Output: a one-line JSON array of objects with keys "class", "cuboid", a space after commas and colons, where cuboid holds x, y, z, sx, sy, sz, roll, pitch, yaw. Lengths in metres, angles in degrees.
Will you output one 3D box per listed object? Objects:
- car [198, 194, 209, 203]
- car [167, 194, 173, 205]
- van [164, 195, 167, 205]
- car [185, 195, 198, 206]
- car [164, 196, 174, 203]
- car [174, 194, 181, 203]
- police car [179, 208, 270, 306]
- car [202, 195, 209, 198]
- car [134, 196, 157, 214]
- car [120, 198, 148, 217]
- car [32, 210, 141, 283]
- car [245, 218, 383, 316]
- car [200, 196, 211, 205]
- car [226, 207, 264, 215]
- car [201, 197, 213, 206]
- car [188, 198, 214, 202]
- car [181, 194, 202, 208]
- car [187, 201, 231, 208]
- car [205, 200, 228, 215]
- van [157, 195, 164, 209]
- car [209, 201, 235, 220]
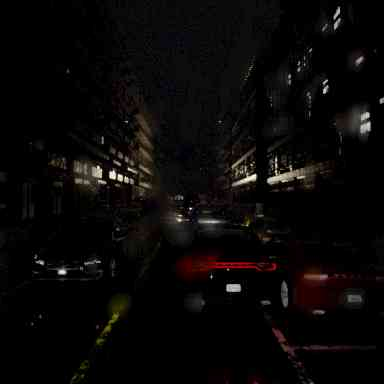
[{"class": "car", "cuboid": [2.454, 1.498, 73.852, 2.192, 1.841, 5.009, 1, 0, 0]}, {"class": "car", "cuboid": [-5.376, 1.454, 62.841, 2.192, 1.841, 5.009, 1, 0, 0]}, {"class": "van", "cuboid": [-5.362, 1.441, 51.780, 1.690, 1.788, 3.998, 1, 0, 0]}, {"class": "car", "cuboid": [-0.080, 1.476, 58.843, 2.097, 1.767, 4.553, 0, 0, 0]}, {"class": "car", "cuboid": [-5.405, 1.774, 79.432, 1.947, 1.339, 4.313, 1, 0, 0]}, {"class": "car", "cuboid": [-2.850, 1.535, 74.020, 2.097, 1.767, 4.553, 0, 0, 0]}, {"class": "police car", "cuboid": [0.698, 1.432, 8.255, 1.930, 1.638, 5.238, 0, 0, 0]}, {"class": "car", "cuboid": [2.514, 1.644, 51.728, 1.887, 1.381, 4.507, 1, 0, 0]}, {"class": "car", "cuboid": [-5.338, 1.369, 35.189, 2.192, 1.841, 5.009, 2, 0, 0]}, {"class": "car", "cuboid": [-5.336, 1.567, 29.487, 1.752, 1.417, 4.829, 2, 0, 0]}, {"class": "car", "cuboid": [-2.863, 1.513, 9.756, 1.837, 1.490, 4.892, 0, 0, 0]}, {"class": "car", "cuboid": [2.574, 1.551, 7.482, 1.887, 1.381, 4.507, 1, 0, 0]}, {"class": "car", "cuboid": [2.508, 1.579, 62.790, 1.967, 1.590, 4.097, 1, 0, 0]}, {"class": "car", "cuboid": [2.567, 1.538, 13.184, 1.752, 1.417, 4.829, 1, 0, 0]}, {"class": "car", "cuboid": [2.506, 1.663, 57.258, 1.887, 1.381, 4.507, 1, 0, 0]}, {"class": "car", "cuboid": [0.792, 1.486, 24.344, 1.801, 1.575, 5.366, 0, 0, 0]}, {"class": "car", "cuboid": [-0.053, 1.299, 44.950, 2.150, 2.045, 5.566, 0, 0, 0]}, {"class": "car", "cuboid": [0.800, 1.498, 18.150, 1.882, 1.535, 5.008, 0, 0, 0]}, {"class": "car", "cuboid": [2.536, 1.604, 35.136, 2.008, 1.369, 4.403, 1, 0, 0]}, {"class": "van", "cuboid": [-5.354, 1.423, 46.248, 1.690, 1.788, 3.998, 2, 0, 0]}, {"class": "car", "cuboid": [2.544, 1.587, 29.605, 1.887, 1.381, 4.507, 1, 0, 0]}]
